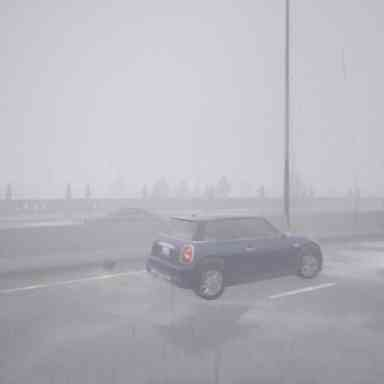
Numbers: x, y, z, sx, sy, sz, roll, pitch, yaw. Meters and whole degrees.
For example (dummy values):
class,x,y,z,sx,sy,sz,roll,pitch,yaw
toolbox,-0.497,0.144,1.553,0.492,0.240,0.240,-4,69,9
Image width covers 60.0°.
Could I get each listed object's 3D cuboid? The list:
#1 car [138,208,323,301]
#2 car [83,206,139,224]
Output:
class,x,y,z,sx,sy,sz,roll,pitch,yaw
car,1.227,1.317,8.458,4.553,1.767,2.097,0,0,-32
car,-3.701,1.479,17.968,4.181,1.385,1.994,0,0,-30
